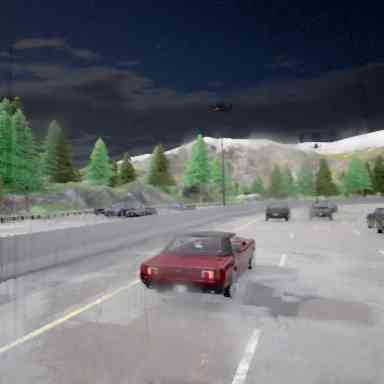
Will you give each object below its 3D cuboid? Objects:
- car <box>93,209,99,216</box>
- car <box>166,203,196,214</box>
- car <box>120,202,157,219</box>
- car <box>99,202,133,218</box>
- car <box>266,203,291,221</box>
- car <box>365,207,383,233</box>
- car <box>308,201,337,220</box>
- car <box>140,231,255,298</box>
[{"bbox_3d":[-10.261,2.276,41.594,1.895,1.301,4.718,-1,-1,22],"label":"car"},{"bbox_3d":[-1.130,1.953,36.240,2.128,1.511,4.902,-1,-1,22],"label":"car"},{"bbox_3d":[-5.306,2.079,35.051,1.994,1.385,4.181,-1,-1,21],"label":"car"},{"bbox_3d":[-8.000,1.944,37.810,2.097,1.767,4.553,-1,-1,22],"label":"car"},{"bbox_3d":[7.854,1.718,30.096,1.882,1.535,5.008,-1,-1,20],"label":"car"},{"bbox_3d":[11.559,1.599,19.527,2.033,1.411,5.357,-1,-1,19],"label":"car"},{"bbox_3d":[11.484,1.670,29.727,2.128,1.511,4.902,-1,-1,21],"label":"car"},{"bbox_3d":[0.492,1.703,8.919,1.895,1.301,4.718,-1,-1,19],"label":"car"}]
